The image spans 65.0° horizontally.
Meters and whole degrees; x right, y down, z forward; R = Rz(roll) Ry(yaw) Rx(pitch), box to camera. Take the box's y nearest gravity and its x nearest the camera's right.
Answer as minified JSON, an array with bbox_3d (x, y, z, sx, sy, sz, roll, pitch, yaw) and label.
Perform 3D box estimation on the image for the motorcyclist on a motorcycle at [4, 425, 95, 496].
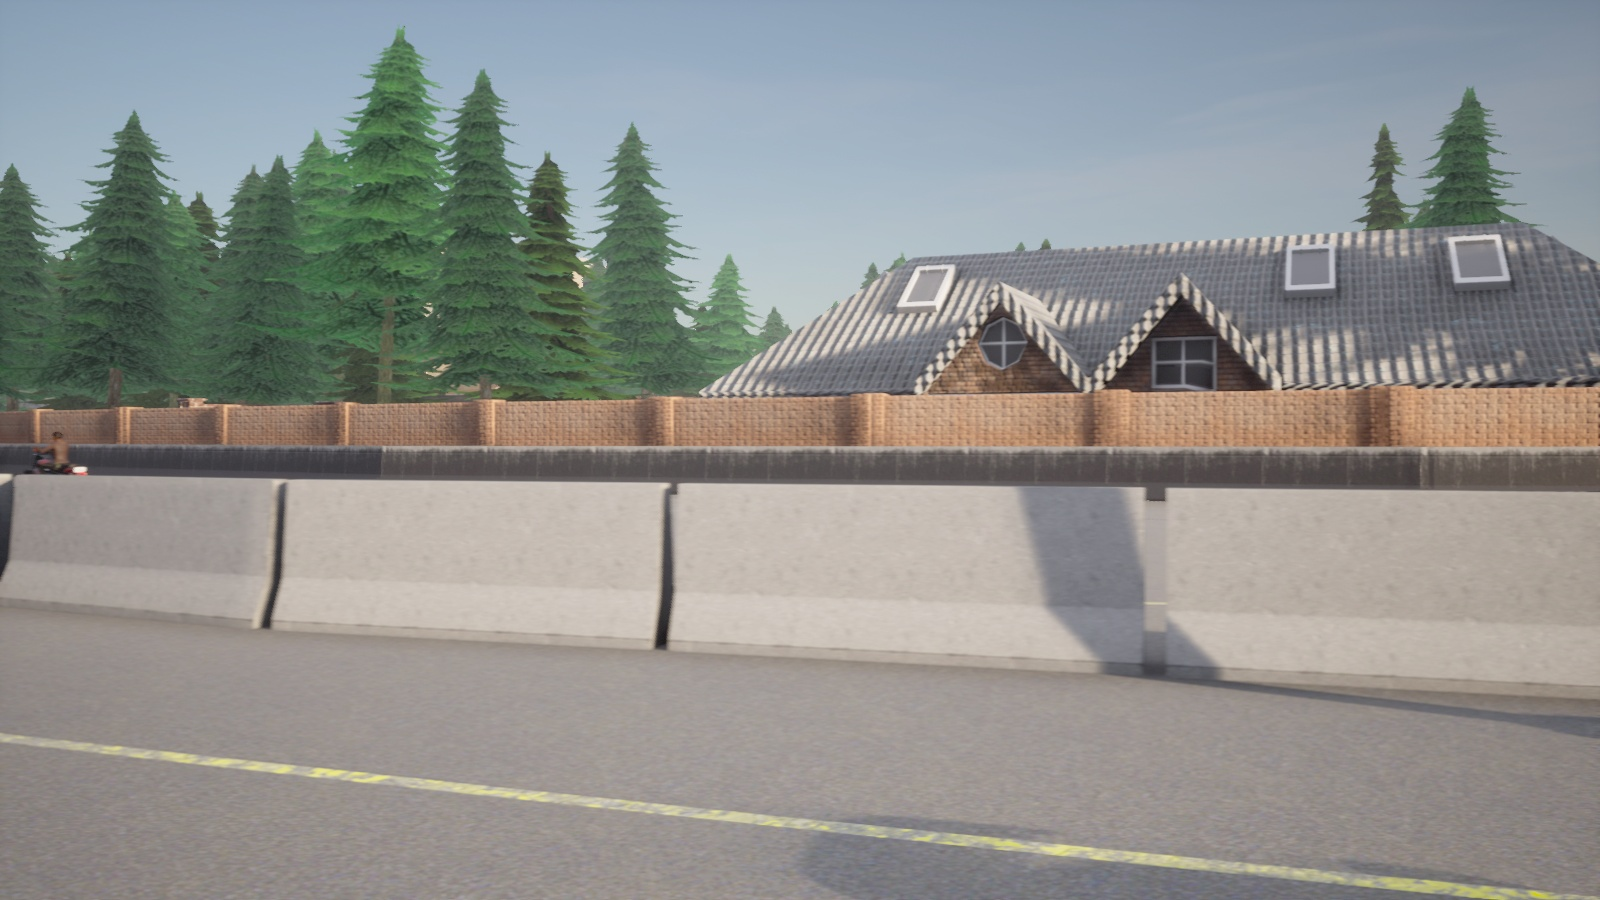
[{"bbox_3d":[-17.919,0.235,29.974,2.350,1.649,0.766,1,1,28],"label":"motorcyclist on a motorcycle"}]
